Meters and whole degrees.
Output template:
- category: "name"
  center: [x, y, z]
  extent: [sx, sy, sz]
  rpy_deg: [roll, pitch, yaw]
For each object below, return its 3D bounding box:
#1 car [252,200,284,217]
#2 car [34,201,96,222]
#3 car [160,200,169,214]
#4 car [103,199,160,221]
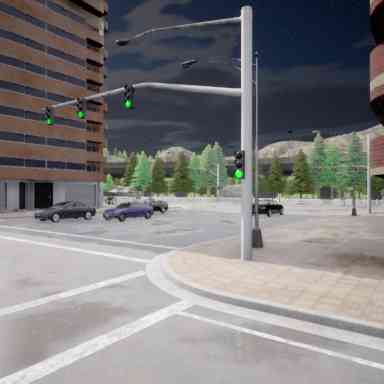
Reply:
- category: "car"
  center: [7.151, 1.478, 31.720]
  extent: [1.882, 1.535, 5.008]
  rpy_deg: [0, 0, 36]
- category: "car"
  center: [-9.918, 1.505, 26.322]
  extent: [1.837, 1.490, 4.892]
  rpy_deg: [0, 0, 36]
- category: "car"
  center: [-4.431, 1.492, 33.860]
  extent: [2.128, 1.511, 4.902]
  rpy_deg: [0, 0, 36]
- category: "car"
  center: [-5.059, 1.526, 27.060]
  extent: [1.812, 1.442, 4.674]
  rpy_deg: [0, 0, 36]
